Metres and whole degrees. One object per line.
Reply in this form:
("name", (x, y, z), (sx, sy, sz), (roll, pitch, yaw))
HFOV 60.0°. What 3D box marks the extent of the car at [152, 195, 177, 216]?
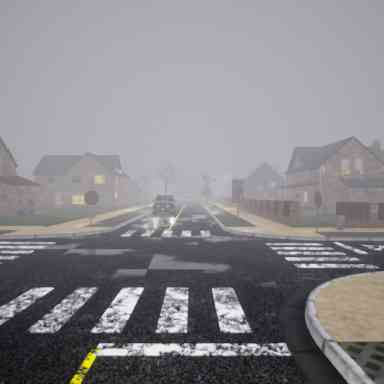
("car", (-2.730, 1.295, 33.884), (2.150, 2.045, 5.566), (0, 0, 0))
